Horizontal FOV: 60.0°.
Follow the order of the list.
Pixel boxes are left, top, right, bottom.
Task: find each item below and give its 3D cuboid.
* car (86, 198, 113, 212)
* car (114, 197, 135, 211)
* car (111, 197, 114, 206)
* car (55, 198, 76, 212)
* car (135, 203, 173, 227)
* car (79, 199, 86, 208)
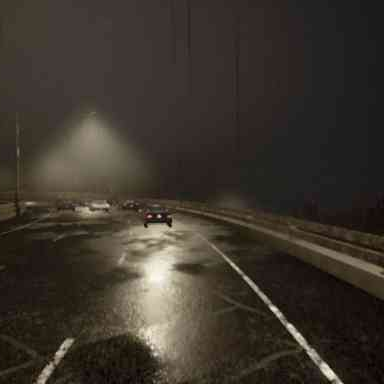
[{"bbox_3d":[-11.010,1.670,39.258,1.895,1.301,4.718,0,0,-23],"label":"car"},{"bbox_3d":[-7.918,1.613,40.925,1.994,1.385,4.181,0,0,-23],"label":"car"},{"bbox_3d":[-12.039,1.582,50.208,1.837,1.490,4.892,0,0,-28],"label":"car"},{"bbox_3d":[-15.317,1.661,40.595,1.994,1.385,4.181,0,0,-23],"label":"car"},{"bbox_3d":[-2.544,1.563,22.924,2.033,1.411,5.357,0,0,-12],"label":"car"},{"bbox_3d":[-15.392,1.698,49.060,1.895,1.301,4.718,0,0,-28],"label":"car"}]
